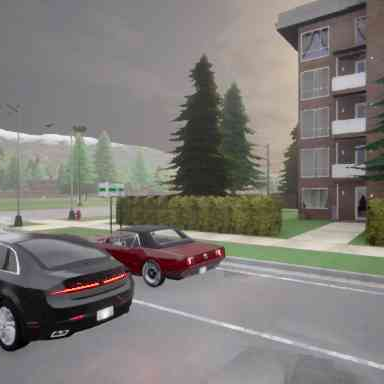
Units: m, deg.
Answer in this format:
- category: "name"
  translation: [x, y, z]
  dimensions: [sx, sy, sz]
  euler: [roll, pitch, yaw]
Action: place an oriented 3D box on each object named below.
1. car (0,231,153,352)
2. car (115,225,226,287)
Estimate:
- category: "car"
  translation: [-3.215, 1.505, 6.233]
  dimensions: [4.892, 1.490, 1.837]
  euler: [0, 0, 36]
- category: "car"
  translation: [-1.536, 1.601, 9.337]
  dimensions: [4.718, 1.301, 1.895]
  euler: [0, 0, 36]
